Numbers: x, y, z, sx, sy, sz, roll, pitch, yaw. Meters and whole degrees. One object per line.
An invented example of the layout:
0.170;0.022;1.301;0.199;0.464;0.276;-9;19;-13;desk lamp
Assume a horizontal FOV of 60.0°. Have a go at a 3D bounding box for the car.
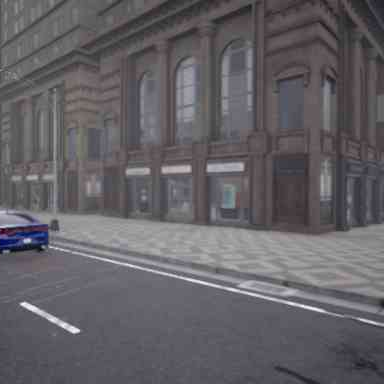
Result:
-7.240;1.436;12.496;5.008;1.535;1.882;0;0;41;car
